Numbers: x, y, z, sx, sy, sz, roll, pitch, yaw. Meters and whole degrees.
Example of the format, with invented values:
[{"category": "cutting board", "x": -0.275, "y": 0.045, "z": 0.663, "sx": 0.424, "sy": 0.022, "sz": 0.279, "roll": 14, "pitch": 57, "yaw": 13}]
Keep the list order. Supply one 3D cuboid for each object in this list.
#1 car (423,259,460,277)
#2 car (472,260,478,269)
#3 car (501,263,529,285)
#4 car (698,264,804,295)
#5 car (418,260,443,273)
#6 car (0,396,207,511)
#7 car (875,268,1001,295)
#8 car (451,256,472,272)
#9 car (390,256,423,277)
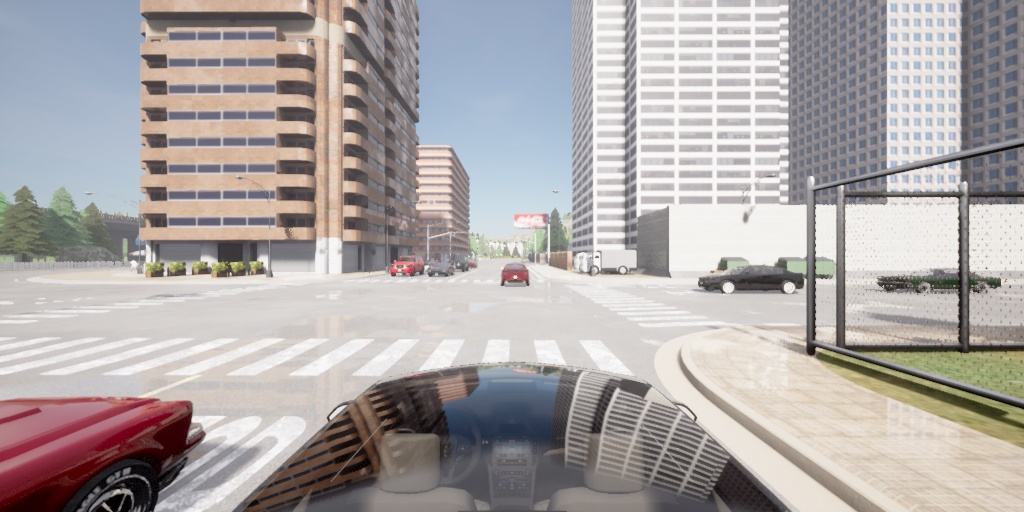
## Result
[{"category": "car", "x": -6.904, "y": 1.304, "z": 35.564, "sx": 2.033, "sy": 1.411, "sz": 5.357, "roll": 0, "pitch": 0, "yaw": 0}, {"category": "car", "x": -6.721, "y": 1.361, "z": 58.102, "sx": 1.895, "sy": 1.301, "sz": 4.718, "roll": 0, "pitch": 0, "yaw": 1}, {"category": "car", "x": 0.233, "y": 1.228, "z": 25.853, "sx": 1.882, "sy": 1.535, "sz": 5.008, "roll": 0, "pitch": 0, "yaw": 0}, {"category": "car", "x": 12.520, "y": 1.175, "z": 18.971, "sx": 5.008, "sy": 1.535, "sz": 1.882, "roll": 0, "pitch": 0, "yaw": 0}, {"category": "car", "x": -10.346, "y": 1.250, "z": 45.868, "sx": 2.128, "sy": 1.511, "sz": 4.902, "roll": 0, "pitch": 0, "yaw": 1}, {"category": "car", "x": -3.443, "y": 1.351, "z": 0.765, "sx": 1.895, "sy": 1.301, "sz": 4.718, "roll": 0, "pitch": 0, "yaw": 0}, {"category": "car", "x": 22.302, "y": 1.298, "z": 18.935, "sx": 4.718, "sy": 1.301, "sz": 1.895, "roll": 0, "pitch": 0, "yaw": 0}, {"category": "car", "x": -6.847, "y": 0.980, "z": 45.753, "sx": 2.150, "sy": 2.045, "sz": 5.566, "roll": 0, "pitch": 0, "yaw": 1}, {"category": "car", "x": -10.398, "y": 0.978, "z": 36.020, "sx": 2.150, "sy": 2.045, "sz": 5.566, "roll": 0, "pitch": 0, "yaw": 0}]
